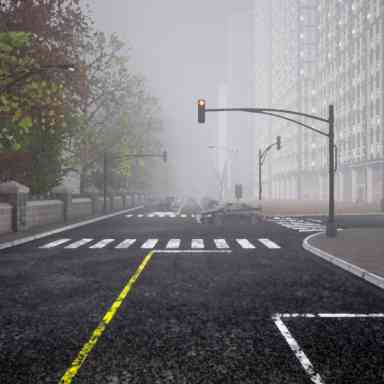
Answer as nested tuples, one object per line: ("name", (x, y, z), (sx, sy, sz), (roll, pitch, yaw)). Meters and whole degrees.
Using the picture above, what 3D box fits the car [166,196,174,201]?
("car", (-5.762, 1.626, 86.615), (1.887, 1.381, 4.507), (0, 0, 0))

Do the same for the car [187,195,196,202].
("car", (-0.066, 1.482, 78.847), (2.033, 1.411, 5.357), (0, 0, 0))

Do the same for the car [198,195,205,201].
("car", (2.614, 1.642, 92.254), (2.008, 1.369, 4.403), (0, 0, 0))

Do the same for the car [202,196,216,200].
("car", (2.656, 1.587, 41.563), (1.947, 1.339, 4.313), (0, 0, 0))

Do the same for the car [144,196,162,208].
("car", (-5.729, 1.608, 47.188), (1.802, 1.307, 4.206), (0, 0, 0))

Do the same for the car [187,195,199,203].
("car", (-0.059, 1.578, 69.263), (1.812, 1.442, 4.674), (0, 0, 0))

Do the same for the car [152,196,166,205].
("car", (-5.737, 1.478, 58.454), (1.967, 1.590, 4.097), (0, 0, 0))

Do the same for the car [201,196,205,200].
("car", (2.652, 1.592, 47.195), (1.947, 1.339, 4.313), (0, 0, 0))

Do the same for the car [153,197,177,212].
("car", (-3.131, 1.583, 39.228), (1.994, 1.385, 4.181), (0, 0, 0))

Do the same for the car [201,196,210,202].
("car", (3.085, 1.590, 76.875), (1.812, 1.442, 4.674), (0, 0, 0))

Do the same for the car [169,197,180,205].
("car", (-3.117, 1.566, 60.472), (1.812, 1.442, 4.674), (0, 0, 0))

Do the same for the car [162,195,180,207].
("car", (-3.135, 1.379, 48.781), (2.097, 1.767, 4.553), (0, 0, 0))

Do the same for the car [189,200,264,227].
("car", (2.580, 1.497, 22.548), (4.902, 1.511, 2.128), (0, 0, -27))

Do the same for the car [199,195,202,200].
("car", (3.055, 1.406, 69.845), (2.097, 1.767, 4.553), (0, 0, 0))

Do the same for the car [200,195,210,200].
("car", (2.647, 1.597, 52.828), (1.947, 1.339, 4.313), (0, 0, 0))
